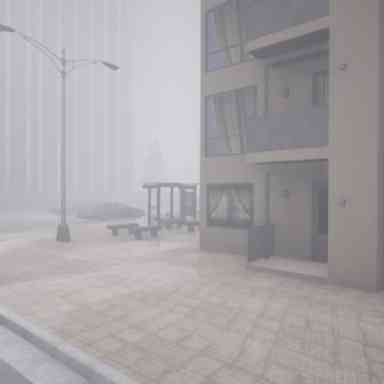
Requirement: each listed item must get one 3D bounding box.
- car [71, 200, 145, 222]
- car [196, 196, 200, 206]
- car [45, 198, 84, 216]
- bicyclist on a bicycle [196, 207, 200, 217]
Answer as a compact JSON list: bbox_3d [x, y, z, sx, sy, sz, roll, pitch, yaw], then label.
[{"bbox_3d":[-6.191,1.498,25.869,2.033,1.411,5.357,0,0,42],"label":"car"},{"bbox_3d":[0.443,1.391,50.087,2.128,1.511,4.902,0,0,40],"label":"car"},{"bbox_3d":[-10.600,1.464,31.549,2.033,1.411,5.357,0,0,40],"label":"car"},{"bbox_3d":[0.943,1.275,26.672,1.656,1.620,0.582,0,0,40],"label":"bicyclist on a bicycle"}]
